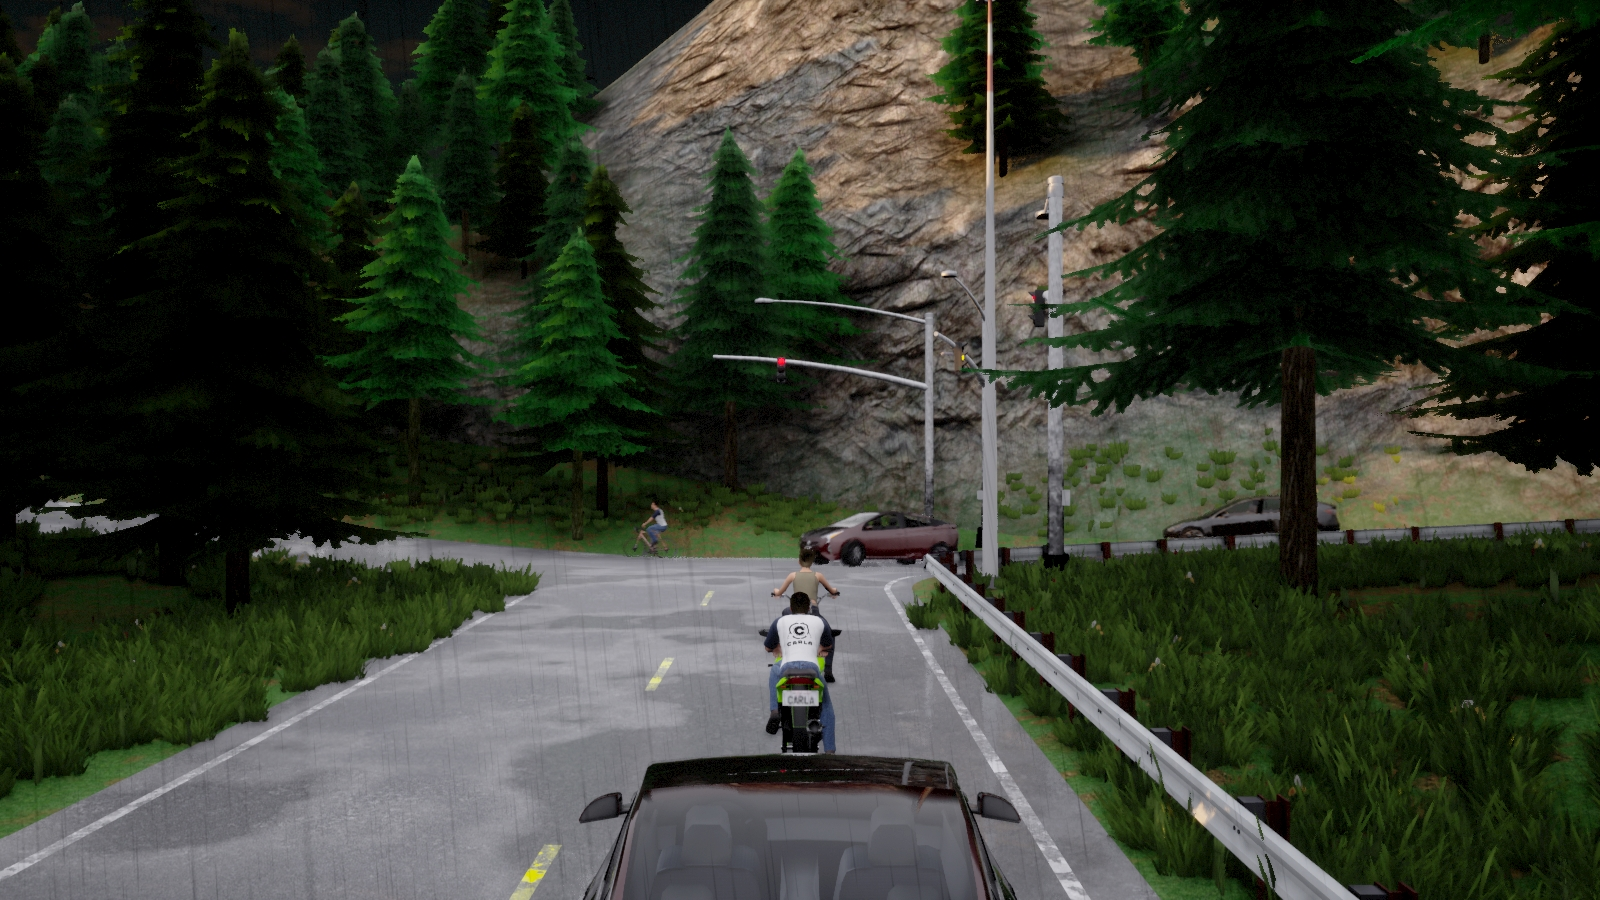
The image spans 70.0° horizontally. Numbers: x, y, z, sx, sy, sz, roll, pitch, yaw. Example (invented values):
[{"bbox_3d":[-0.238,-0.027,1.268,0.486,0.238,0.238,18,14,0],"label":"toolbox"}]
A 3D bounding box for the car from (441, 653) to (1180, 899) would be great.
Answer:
[{"bbox_3d":[0.029,2.063,5.012,2.163,1.488,4.792,0,0,0],"label":"car"}]

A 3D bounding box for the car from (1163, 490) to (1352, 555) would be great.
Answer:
[{"bbox_3d":[13.085,2.093,33.041,4.792,1.488,2.163,-5,-2,17],"label":"car"}]

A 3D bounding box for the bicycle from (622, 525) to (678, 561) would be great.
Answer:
[{"bbox_3d":[-4.592,2.846,35.024,1.643,1.024,0.373,2,-2,-2],"label":"bicycle"}]

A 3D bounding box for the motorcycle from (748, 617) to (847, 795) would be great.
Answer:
[{"bbox_3d":[-0.020,2.213,10.238,0.803,1.145,2.033,0,0,0],"label":"motorcycle"}]

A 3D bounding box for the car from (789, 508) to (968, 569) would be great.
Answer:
[{"bbox_3d":[2.167,2.425,31.202,4.514,1.525,2.007,4,-5,-29],"label":"car"}]
